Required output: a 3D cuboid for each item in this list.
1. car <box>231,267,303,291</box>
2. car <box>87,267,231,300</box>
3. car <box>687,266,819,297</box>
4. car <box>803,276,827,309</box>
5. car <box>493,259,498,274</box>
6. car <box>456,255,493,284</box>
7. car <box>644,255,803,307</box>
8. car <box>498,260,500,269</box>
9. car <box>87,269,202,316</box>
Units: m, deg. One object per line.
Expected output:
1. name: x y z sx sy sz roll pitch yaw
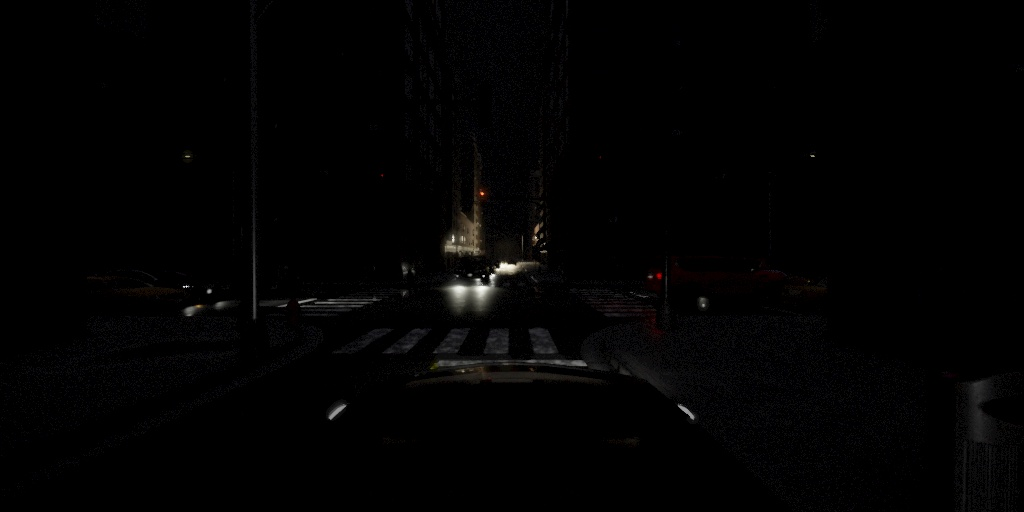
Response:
1. car: -14.568 1.307 20.921 4.313 1.339 1.948 0 0 0
2. car: -15.481 1.260 15.421 4.902 1.511 2.128 0 0 0
3. car: 12.135 1.277 18.360 5.357 1.411 2.033 0 0 3
4. car: 12.481 1.280 12.910 4.829 1.417 1.751 0 0 0
5. car: -2.922 1.241 41.078 1.837 1.490 4.892 0 0 0
6. car: -2.899 0.965 27.536 2.150 2.045 5.566 0 0 0
7. car: 8.491 0.969 15.089 5.566 2.045 2.150 0 1 0
8. car: -2.933 1.199 57.600 1.882 1.535 5.008 0 0 0
9. car: -14.403 1.305 12.896 4.829 1.417 1.751 0 0 0
